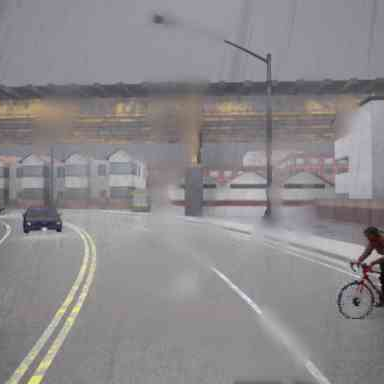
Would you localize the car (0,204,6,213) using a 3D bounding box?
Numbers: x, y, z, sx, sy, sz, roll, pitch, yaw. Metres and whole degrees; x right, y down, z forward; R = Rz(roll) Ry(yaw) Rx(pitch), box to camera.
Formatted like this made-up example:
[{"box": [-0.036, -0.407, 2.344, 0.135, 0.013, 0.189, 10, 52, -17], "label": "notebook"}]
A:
[{"box": [-24.618, 1.824, 39.860, 5.357, 1.411, 2.033, -1, -2, 28], "label": "car"}]

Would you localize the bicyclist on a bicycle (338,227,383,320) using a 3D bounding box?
[{"box": [3.343, 1.435, 5.893, 1.656, 1.620, 0.582, -1, 0, -7], "label": "bicyclist on a bicycle"}]

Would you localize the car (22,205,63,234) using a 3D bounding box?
[{"box": [-8.491, 1.453, 18.837, 2.033, 1.411, 5.357, 1, 0, -27], "label": "car"}]
